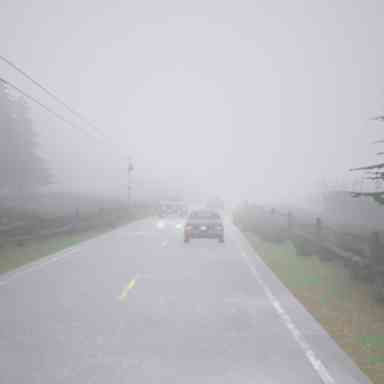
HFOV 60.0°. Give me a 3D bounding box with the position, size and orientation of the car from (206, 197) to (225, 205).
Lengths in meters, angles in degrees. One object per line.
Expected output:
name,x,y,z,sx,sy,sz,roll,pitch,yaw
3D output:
car,2.851,1.373,40.048,2.097,1.767,4.553,0,0,7

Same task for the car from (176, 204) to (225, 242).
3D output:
car,0.619,1.556,16.330,2.033,1.411,5.357,0,0,3

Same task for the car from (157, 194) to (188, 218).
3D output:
car,-1.674,1.233,30.664,2.150,2.045,5.566,0,0,6
